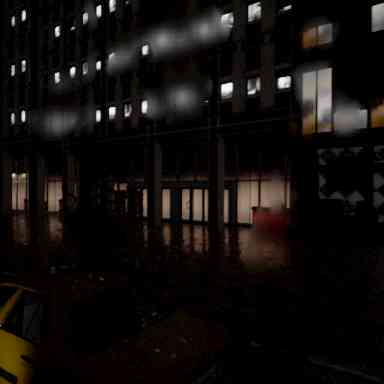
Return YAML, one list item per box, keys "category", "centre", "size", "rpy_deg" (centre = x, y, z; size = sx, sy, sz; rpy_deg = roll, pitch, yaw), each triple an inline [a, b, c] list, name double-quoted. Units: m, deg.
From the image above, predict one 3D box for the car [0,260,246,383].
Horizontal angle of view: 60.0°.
- category: "car"
  centre: [-1.752, 1.531, 4.123]
  size: [4.829, 1.417, 1.752]
  rpy_deg: [0, 0, 36]
